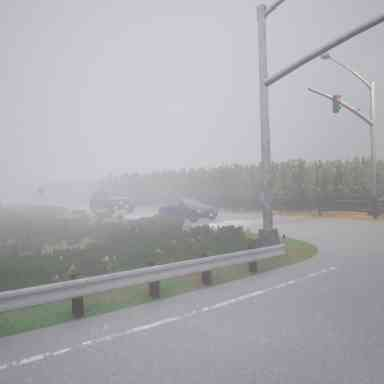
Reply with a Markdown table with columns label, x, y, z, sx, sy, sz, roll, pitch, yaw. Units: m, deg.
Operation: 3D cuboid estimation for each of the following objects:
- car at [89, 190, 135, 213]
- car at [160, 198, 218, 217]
| label | x | y | z | sx | sy | sz | roll | pitch | yaw |
| --- | --- | --- | --- | --- | --- | --- | --- | --- | --- |
| car | -7.315 | 0.852 | 29.970 | 2.150 | 2.045 | 5.566 | -3 | 2 | -41 |
| car | -0.381 | 1.115 | 21.908 | 1.812 | 1.442 | 4.674 | -3 | 2 | -41 |
